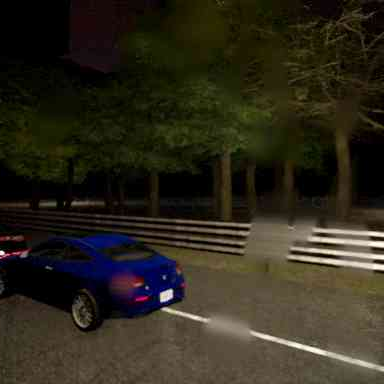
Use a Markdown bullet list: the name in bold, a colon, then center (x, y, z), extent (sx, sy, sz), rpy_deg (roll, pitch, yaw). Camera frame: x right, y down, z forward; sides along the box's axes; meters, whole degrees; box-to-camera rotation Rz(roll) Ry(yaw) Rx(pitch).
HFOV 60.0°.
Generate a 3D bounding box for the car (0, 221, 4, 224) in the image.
- **car**: center (-7.159, 1.493, 10.381), extent (5.008, 1.535, 1.882), rpy_deg (0, 0, 36)

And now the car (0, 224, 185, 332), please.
- **car**: center (-2.283, 1.542, 6.839), extent (4.674, 1.442, 1.812), rpy_deg (0, 0, 36)
